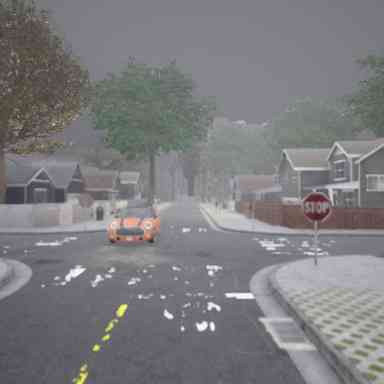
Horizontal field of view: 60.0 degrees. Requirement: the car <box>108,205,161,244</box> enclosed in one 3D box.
[{"bbox_3d":[-2.766,1.506,16.933,2.097,1.767,4.553,0,-1,0],"label":"car"}]
